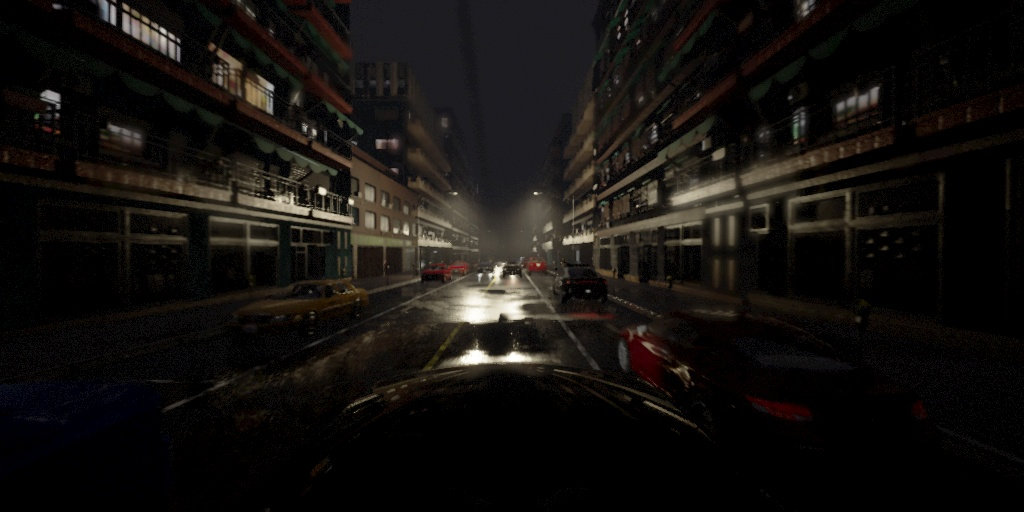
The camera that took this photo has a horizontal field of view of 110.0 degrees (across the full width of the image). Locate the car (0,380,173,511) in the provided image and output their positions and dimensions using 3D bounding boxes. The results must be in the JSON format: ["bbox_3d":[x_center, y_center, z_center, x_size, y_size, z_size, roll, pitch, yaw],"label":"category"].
[{"bbox_3d":[-3.101,1.228,0.139,1.882,1.535,5.008,0,0,0],"label":"car"}]

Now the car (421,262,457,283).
[{"bbox_3d":[-5.687,1.290,27.439,1.888,1.381,4.507,0,0,0],"label":"car"}]

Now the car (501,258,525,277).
[{"bbox_3d":[0.048,1.253,34.708,1.837,1.490,4.892,0,0,1],"label":"car"}]

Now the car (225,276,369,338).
[{"bbox_3d":[-5.690,1.272,10.215,1.751,1.417,4.829,0,0,0],"label":"car"}]

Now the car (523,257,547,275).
[{"bbox_3d":[2.697,1.063,38.803,2.192,1.841,5.009,0,0,0],"label":"car"}]

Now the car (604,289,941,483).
[{"bbox_3d":[2.690,1.331,4.696,1.802,1.307,4.207,0,0,0],"label":"car"}]

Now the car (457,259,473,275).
[{"bbox_3d":[-5.684,1.293,38.808,1.888,1.381,4.507,0,0,0],"label":"car"}]

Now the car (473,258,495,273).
[{"bbox_3d":[-3.074,1.298,42.777,2.033,1.411,5.357,0,0,0],"label":"car"}]

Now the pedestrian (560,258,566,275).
[{"bbox_3d":[2.893,1.039,19.724,0.375,1.860,0.375,-1,1,0],"label":"pedestrian"}]

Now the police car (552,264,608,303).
[{"bbox_3d":[3.003,1.171,16.726,1.930,1.638,5.238,0,0,0],"label":"police car"}]
